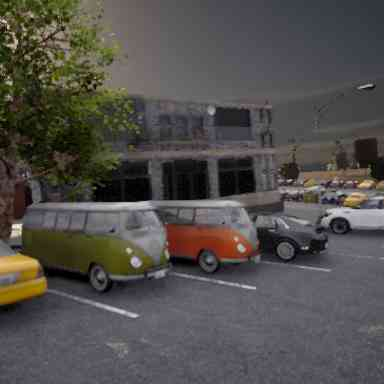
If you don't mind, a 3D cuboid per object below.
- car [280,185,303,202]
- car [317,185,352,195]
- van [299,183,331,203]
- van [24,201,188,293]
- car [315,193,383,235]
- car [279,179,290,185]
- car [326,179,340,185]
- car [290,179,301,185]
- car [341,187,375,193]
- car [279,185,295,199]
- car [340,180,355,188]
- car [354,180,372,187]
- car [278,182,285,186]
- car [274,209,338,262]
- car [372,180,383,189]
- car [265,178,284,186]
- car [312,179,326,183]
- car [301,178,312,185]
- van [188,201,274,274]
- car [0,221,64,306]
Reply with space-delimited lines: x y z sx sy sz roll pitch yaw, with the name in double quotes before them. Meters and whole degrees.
"car" 14.886 0.432 46.745 2.231 1.521 4.892 0 6 41
"car" 17.798 0.549 41.440 2.185 1.767 4.553 0 6 40
"van" 16.409 0.314 44.176 1.878 1.987 4.442 0 6 41
"van" -2.507 1.256 8.611 4.442 1.987 1.878 -1 -1 35
"car" 9.776 1.233 17.324 5.566 2.045 2.435 -1 -1 35
"car" 21.863 -2.033 72.619 2.097 1.535 5.008 1 6 44
"car" 27.301 -1.479 62.110 2.002 1.452 4.674 1 5 42
"car" 23.223 -2.030 69.992 2.185 1.767 4.553 2 6 43
"car" 19.439 0.765 38.991 1.946 1.575 5.366 0 6 40
"car" 13.456 0.346 49.402 2.002 1.452 4.674 1 7 41
"car" 28.700 -1.355 59.503 2.002 1.452 4.674 1 5 42
"car" 29.995 -1.260 56.760 1.946 1.575 5.366 1 6 42
"car" 13.563 -0.523 59.227 2.128 1.511 4.902 -6 5 -27
"car" 2.365 1.485 12.124 4.892 1.521 2.231 -1 -1 35
"car" 31.662 -1.170 54.448 1.946 1.575 5.366 1 5 41
"car" 19.269 -2.273 77.957 2.163 1.488 4.792 1 6 44
"car" 25.892 -1.768 64.694 2.185 1.767 4.553 1 5 43
"car" 24.679 -1.792 67.486 1.946 1.575 5.366 1 5 43
"van" -0.023 1.256 10.343 4.442 1.987 1.878 -1 -1 35
"car" -5.238 1.483 7.052 5.366 1.575 1.946 -1 -1 35
